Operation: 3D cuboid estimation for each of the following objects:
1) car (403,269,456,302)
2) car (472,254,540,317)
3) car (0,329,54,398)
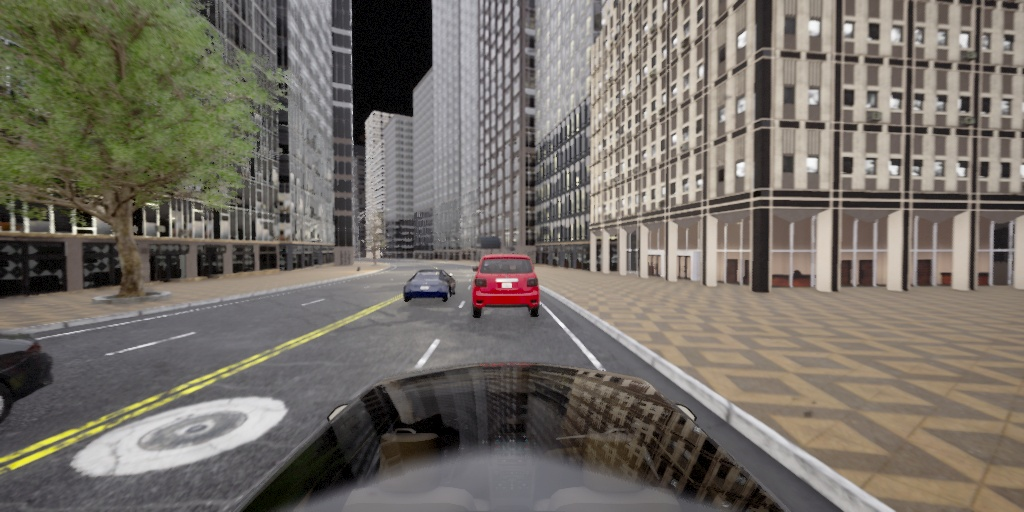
[{"bbox_3d":[-3.807,1.302,17.081,1.994,1.385,4.181,0,0,-4],"label":"car"},{"bbox_3d":[-0.294,0.955,13.286,2.150,2.045,5.566,0,0,-3],"label":"car"},{"bbox_3d":[-6.636,1.287,2.507,1.812,1.442,4.674,0,0,0],"label":"car"}]
